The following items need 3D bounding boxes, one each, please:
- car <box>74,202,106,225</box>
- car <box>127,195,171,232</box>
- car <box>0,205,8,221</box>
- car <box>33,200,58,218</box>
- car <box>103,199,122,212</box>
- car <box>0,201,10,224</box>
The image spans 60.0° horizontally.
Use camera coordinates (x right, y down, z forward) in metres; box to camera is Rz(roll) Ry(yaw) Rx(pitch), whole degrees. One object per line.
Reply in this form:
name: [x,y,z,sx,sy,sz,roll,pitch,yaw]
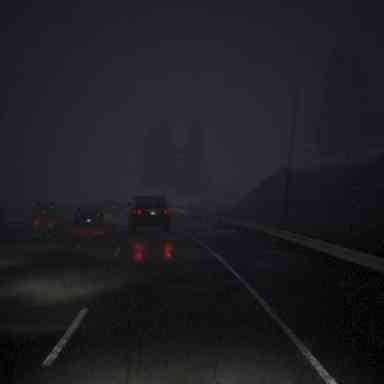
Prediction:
car: [-7.488,1.607,24.279,1.895,1.301,4.718,0,0,-16]
car: [-2.685,1.216,20.175,2.150,2.045,5.566,0,0,-13]
car: [-3.639,1.231,2.135,2.150,2.045,5.566,0,0,-2]
car: [-13.596,1.512,30.819,2.128,1.511,4.902,0,0,-23]
car: [-9.622,1.528,38.913,1.812,1.442,4.674,0,0,-26]
car: [-14.815,1.507,24.228,1.882,1.535,5.008,0,0,-19]
